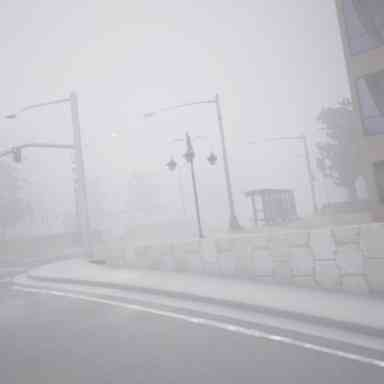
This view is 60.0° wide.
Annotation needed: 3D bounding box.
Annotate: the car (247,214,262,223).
[{"bbox_3d":[9.835,3.674,48.333,1.895,1.301,4.718,-11,-6,36],"label":"car"}]
